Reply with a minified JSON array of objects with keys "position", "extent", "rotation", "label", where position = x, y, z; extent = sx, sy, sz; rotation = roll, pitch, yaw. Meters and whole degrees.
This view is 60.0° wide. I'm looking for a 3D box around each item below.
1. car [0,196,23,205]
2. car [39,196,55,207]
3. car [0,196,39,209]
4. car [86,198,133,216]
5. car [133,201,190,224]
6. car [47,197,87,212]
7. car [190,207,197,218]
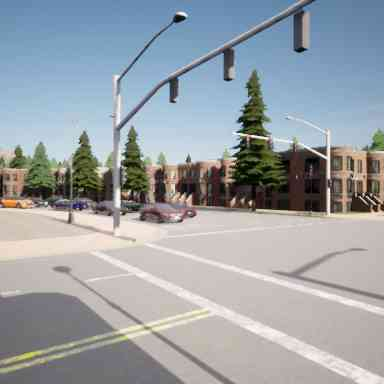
[{"position":[-32.904,1.506,58.973],"extent":[4.902,1.511,2.128],"rotation":[0,0,9],"label":"car"},{"position":[-23.303,1.509,49.055],"extent":[4.902,1.511,2.128],"rotation":[0,0,23],"label":"car"},{"position":[-23.712,1.365,45.375],"extent":[4.553,1.767,2.097],"rotation":[0,0,25],"label":"car"},{"position":[-8.292,1.570,33.192],"extent":[2.033,1.411,5.357],"rotation":[0,0,-38],"label":"car"},{"position":[-2.410,1.549,25.232],"extent":[1.812,1.442,4.674],"rotation":[0,0,-35],"label":"car"},{"position":[-14.990,1.621,39.976],"extent":[4.718,1.301,1.895],"rotation":[0,0,38],"label":"car"},{"position":[-1.407,1.593,29.735],"extent":[1.994,1.385,4.181],"rotation":[0,0,-37],"label":"car"}]
